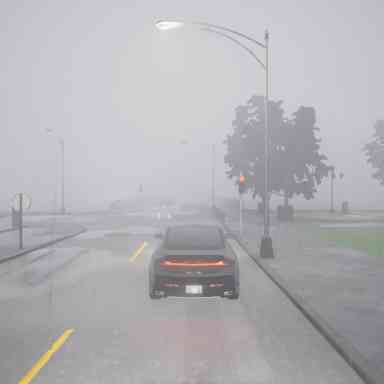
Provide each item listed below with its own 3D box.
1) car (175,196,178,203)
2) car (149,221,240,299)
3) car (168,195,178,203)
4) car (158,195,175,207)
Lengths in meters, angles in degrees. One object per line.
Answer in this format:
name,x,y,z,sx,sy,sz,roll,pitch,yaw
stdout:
car,-4.100,1.601,60.237,1.895,1.301,4.718,0,0,0
car,0.056,1.505,8.411,1.837,1.490,4.892,0,0,0
car,-4.035,1.500,70.451,1.837,1.490,4.892,0,0,0
car,-4.120,1.505,50.844,1.837,1.490,4.892,0,0,0
